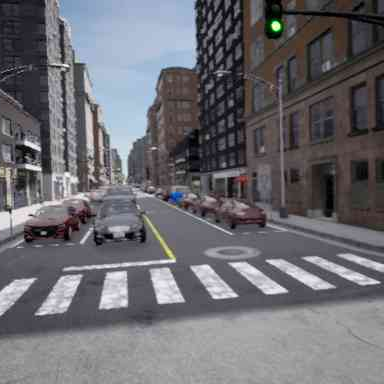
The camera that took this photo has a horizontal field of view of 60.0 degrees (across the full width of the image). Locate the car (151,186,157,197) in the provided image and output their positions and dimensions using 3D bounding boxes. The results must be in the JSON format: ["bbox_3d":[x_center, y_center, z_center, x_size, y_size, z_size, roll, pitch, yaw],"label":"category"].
[{"bbox_3d":[-4.691,0.094,49.808,1.802,1.307,4.206,-1,2,-12],"label":"car"}]

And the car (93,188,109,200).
[{"bbox_3d":[-13.037,0.238,48.073,1.967,1.590,4.097,-1,2,-12],"label":"car"}]

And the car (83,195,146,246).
[{"bbox_3d":[-3.033,1.141,13.772,2.128,1.511,4.902,-2,2,-13],"label":"car"}]

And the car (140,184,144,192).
[{"bbox_3d":[-9.341,-0.770,72.006,2.192,1.841,5.009,-1,2,-12],"label":"car"}]

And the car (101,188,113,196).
[{"bbox_3d":[-16.518,-0.099,64.729,2.008,1.369,4.403,-1,2,-12],"label":"car"}]

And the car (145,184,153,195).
[{"bbox_3d":[-7.014,-0.221,60.911,1.947,1.339,4.313,-1,2,-12],"label":"car"}]

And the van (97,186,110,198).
[{"bbox_3d":[-14.200,-0.010,53.621,1.690,1.788,3.998,-1,2,-12],"label":"van"}]

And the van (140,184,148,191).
[{"bbox_3d":[-12.823,-1.194,88.660,1.690,1.788,3.998,-1,2,-12],"label":"van"}]

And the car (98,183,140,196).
[{"bbox_3d":[-5.093,0.607,23.465,2.150,2.045,5.566,-2,2,-12],"label":"car"}]

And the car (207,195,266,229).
[{"bbox_3d":[2.276,0.995,16.501,1.802,1.307,4.206,-1,2,-12],"label":"car"}]

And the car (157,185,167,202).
[{"bbox_3d":[-2.374,0.126,38.698,2.192,1.841,5.009,-1,2,-12],"label":"car"}]

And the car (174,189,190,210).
[{"bbox_3d":[-0.047,0.693,27.604,1.802,1.307,4.206,-1,2,-12],"label":"car"}]

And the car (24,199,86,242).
[{"bbox_3d":[-6.069,1.244,14.772,1.887,1.381,4.507,-1,2,-12],"label":"car"}]

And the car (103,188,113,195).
[{"bbox_3d":[-17.679,-0.233,70.280,1.947,1.339,4.313,-1,2,-12],"label":"car"}]

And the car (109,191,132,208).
[{"bbox_3d":[-7.126,0.682,33.325,1.994,1.385,4.181,-2,2,-11],"label":"car"}]

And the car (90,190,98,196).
[{"bbox_3d":[-10.712,0.679,36.976,1.802,1.307,4.206,-1,2,-12],"label":"car"}]

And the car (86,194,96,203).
[{"bbox_3d":[-7.230,1.093,20.323,1.887,1.381,4.507,-1,2,-12],"label":"car"}]

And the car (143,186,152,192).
[{"bbox_3d":[-10.497,-0.653,77.565,1.802,1.307,4.206,-1,2,-12],"label":"car"}]

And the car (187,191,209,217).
[{"bbox_3d":[1.114,0.844,22.052,1.802,1.307,4.206,-1,2,-12],"label":"car"}]

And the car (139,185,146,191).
[{"bbox_3d":[-14.016,-1.164,94.384,1.752,1.417,4.829,-1,2,-12],"label":"car"}]

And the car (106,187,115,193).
[{"bbox_3d":[-20.001,-0.554,81.381,1.887,1.381,4.507,-1,2,-12],"label":"car"}]

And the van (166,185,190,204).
[{"bbox_3d":[-1.212,0.302,33.148,1.690,1.788,3.998,-1,2,-12],"label":"van"}]

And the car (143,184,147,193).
[{"bbox_3d":[-8.211,-0.415,66.627,1.752,1.417,4.829,-1,2,-12],"label":"car"}]
